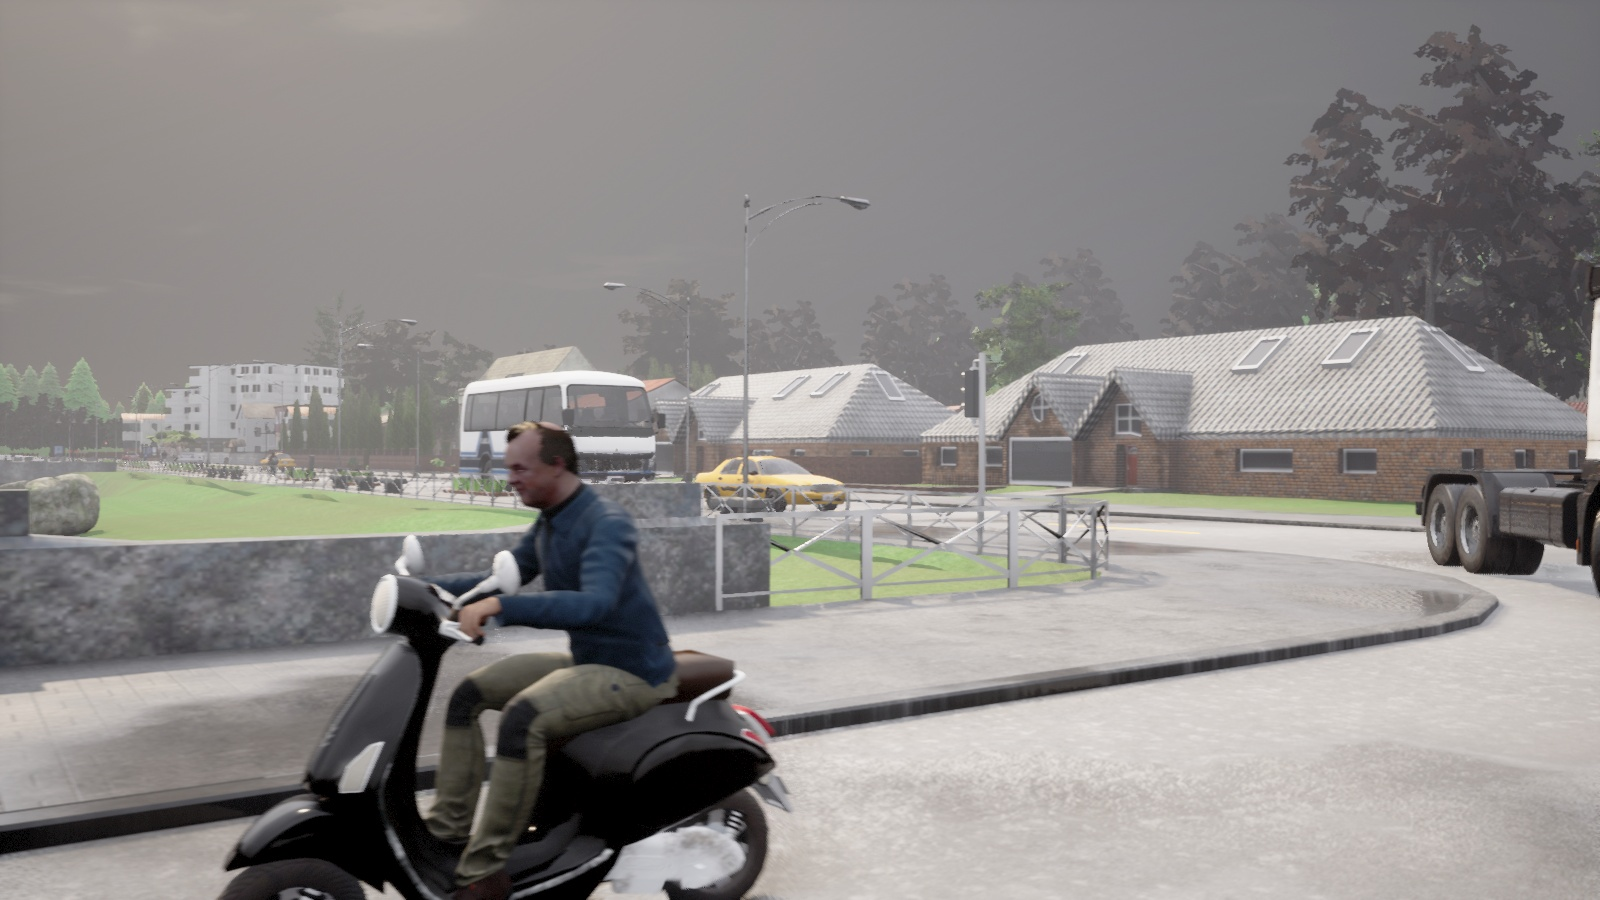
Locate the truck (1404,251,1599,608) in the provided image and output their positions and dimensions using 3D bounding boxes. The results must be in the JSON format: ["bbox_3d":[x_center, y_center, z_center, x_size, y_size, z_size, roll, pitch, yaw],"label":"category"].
[{"bbox_3d":[9.584,-0.194,14.220,2.891,3.462,7.936,0,0,10],"label":"truck"}]

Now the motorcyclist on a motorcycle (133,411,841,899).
[{"bbox_3d":[-0.869,0.711,3.675,1.817,1.590,0.866,0,0,-35],"label":"motorcyclist on a motorcycle"}]

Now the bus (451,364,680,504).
[{"bbox_3d":[-8.407,-0.473,43.510,3.944,4.253,10.273,0,0,-35],"label":"bus"}]

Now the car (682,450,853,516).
[{"bbox_3d":[-0.965,0.800,32.821,1.801,1.575,5.366,0,0,-35],"label":"car"}]
